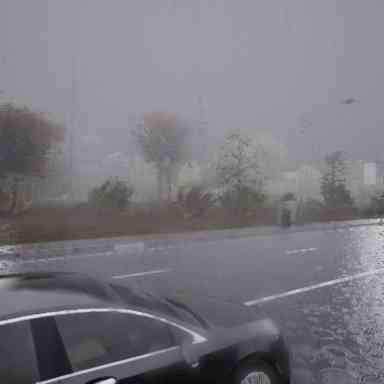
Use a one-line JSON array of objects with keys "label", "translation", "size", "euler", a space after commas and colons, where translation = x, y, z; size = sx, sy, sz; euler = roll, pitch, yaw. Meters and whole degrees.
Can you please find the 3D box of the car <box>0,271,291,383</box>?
[{"label": "car", "translation": [-1.170, 1.513, 2.912], "size": [4.892, 1.490, 1.837], "euler": [0, 0, -35]}]
